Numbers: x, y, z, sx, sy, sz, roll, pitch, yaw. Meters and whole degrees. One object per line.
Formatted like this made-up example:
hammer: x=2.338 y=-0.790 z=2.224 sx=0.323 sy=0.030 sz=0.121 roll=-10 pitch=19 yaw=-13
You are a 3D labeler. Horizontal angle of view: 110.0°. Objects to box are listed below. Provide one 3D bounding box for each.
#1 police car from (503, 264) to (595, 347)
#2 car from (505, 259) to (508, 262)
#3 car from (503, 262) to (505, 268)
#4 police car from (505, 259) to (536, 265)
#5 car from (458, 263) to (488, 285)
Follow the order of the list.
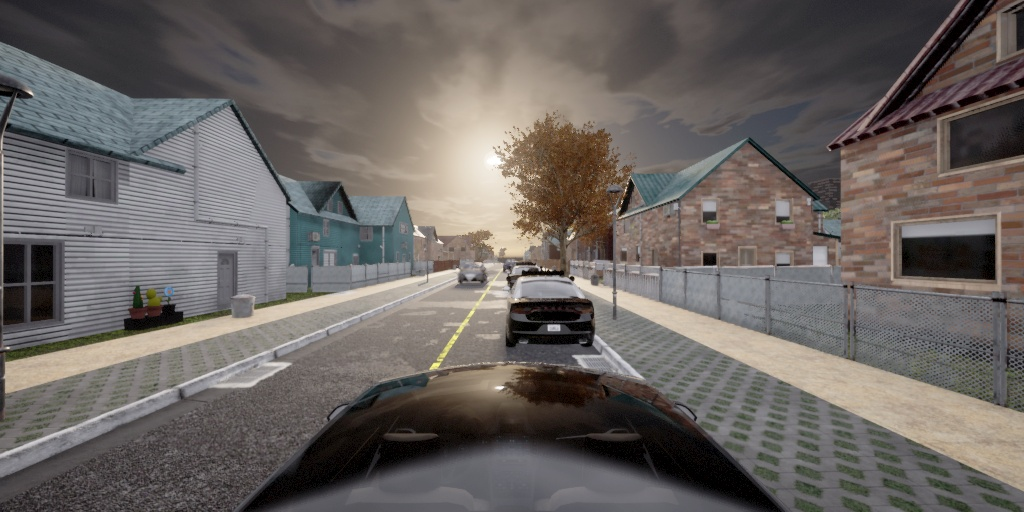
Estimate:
police car: x=0.796 y=1.178 z=9.476 sx=1.930 sy=1.638 sz=5.238 roll=0 pitch=0 yaw=0
car: x=0.733 y=1.113 z=25.336 sx=2.097 sy=1.767 sz=4.553 roll=0 pitch=0 yaw=0
car: x=-0.141 y=1.214 z=49.072 sx=2.097 sy=1.767 sz=4.553 roll=0 pitch=0 yaw=0
police car: x=0.757 y=1.184 z=19.476 sx=1.930 sy=1.638 sz=5.238 roll=0 pitch=0 yaw=0
car: x=-2.846 y=1.254 z=26.679 sx=2.128 sy=1.511 sz=4.902 roll=0 pitch=0 yaw=0
